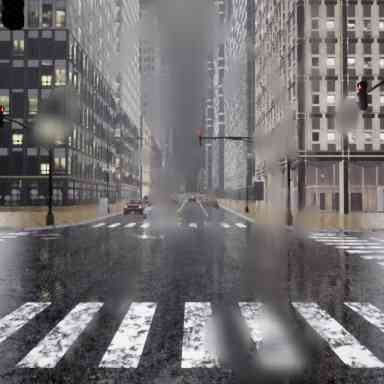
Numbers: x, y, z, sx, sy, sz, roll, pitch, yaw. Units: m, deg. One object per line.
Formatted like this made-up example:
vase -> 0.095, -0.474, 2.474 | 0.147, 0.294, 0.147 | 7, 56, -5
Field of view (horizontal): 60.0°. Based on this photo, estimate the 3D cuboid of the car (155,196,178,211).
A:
car -> -3.105, 1.562, 40.400 | 2.033, 1.411, 5.357 | 0, 0, 0

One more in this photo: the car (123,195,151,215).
car -> -5.679, 1.453, 33.741 | 1.967, 1.590, 4.097 | 1, 0, 0

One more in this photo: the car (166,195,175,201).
car -> -5.690, 1.586, 89.493 | 2.008, 1.369, 4.403 | 1, 0, 0

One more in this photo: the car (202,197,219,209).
car -> 2.696, 1.599, 44.954 | 1.802, 1.307, 4.206 | 1, 0, 0

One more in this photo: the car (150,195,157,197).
car -> -5.678, 1.332, 44.891 | 2.192, 1.841, 5.009 | 1, 0, 0

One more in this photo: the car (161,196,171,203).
car -> -5.688, 1.573, 72.767 | 1.887, 1.381, 4.507 | 1, 0, 0

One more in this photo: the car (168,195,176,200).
car -> -5.692, 1.604, 95.068 | 1.947, 1.339, 4.313 | 1, 0, 0

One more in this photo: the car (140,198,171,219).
car -> -3.109, 1.536, 29.214 | 1.812, 1.442, 4.674 | 0, 0, 0

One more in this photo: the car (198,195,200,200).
car -> 2.694, 1.589, 61.687 | 1.947, 1.339, 4.313 | 1, 0, 0

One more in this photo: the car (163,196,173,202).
car -> -5.688, 1.581, 78.342 | 2.008, 1.369, 4.403 | 1, 0, 0

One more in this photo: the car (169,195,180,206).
car -> -3.079, 1.622, 56.624 | 1.895, 1.301, 4.718 | 0, 0, 0

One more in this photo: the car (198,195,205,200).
car -> 2.689, 1.583, 95.150 | 1.887, 1.381, 4.507 | 1, 0, 0

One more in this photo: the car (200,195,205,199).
car -> 2.696, 1.547, 56.280 | 1.752, 1.417, 4.829 | 1, 0, 0

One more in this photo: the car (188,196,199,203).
car -> 0.072, 1.573, 70.456 | 2.033, 1.411, 5.357 | 0, 0, 0

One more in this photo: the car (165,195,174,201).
car -> -5.689, 1.577, 83.917 | 1.887, 1.381, 4.507 | 1, 0, 0
